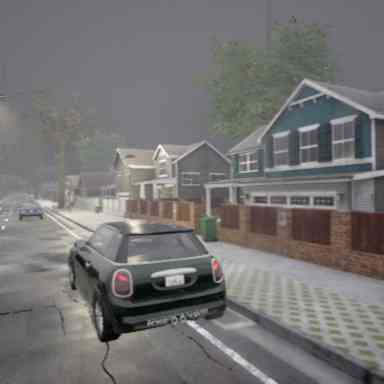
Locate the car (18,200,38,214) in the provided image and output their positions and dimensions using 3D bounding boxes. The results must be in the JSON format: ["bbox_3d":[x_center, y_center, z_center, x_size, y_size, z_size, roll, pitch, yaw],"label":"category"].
[{"bbox_3d":[-20.023,1.738,40.544,2.033,1.411,5.357,0,0,-27],"label":"car"}]

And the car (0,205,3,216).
[{"bbox_3d":[-20.668,1.791,34.343,1.895,1.301,4.718,0,0,-27],"label":"car"}]

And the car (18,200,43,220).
[{"bbox_3d":[-14.478,1.683,29.917,2.033,1.411,5.357,0,0,-27],"label":"car"}]

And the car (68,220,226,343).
[{"bbox_3d":[-1.237,1.362,6.900,2.097,1.767,4.553,0,0,-27],"label":"car"}]
